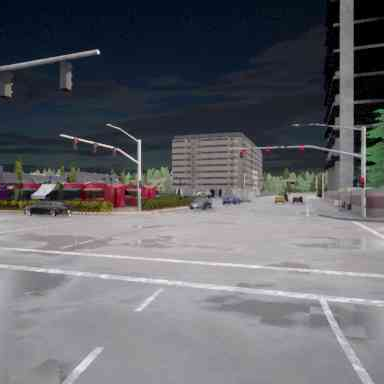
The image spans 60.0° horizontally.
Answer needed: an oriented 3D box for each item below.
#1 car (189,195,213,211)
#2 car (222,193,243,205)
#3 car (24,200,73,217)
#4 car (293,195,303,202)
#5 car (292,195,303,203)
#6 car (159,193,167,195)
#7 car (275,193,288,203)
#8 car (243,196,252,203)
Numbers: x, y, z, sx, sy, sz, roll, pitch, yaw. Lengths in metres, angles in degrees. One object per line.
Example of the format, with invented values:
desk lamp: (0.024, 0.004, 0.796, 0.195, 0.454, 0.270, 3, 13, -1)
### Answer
car: (1.157, 1.491, 40.915, 2.128, 1.511, 4.902, 0, 0, 19)
car: (6.828, 1.222, 57.493, 2.150, 2.045, 5.566, 0, 0, 19)
car: (-13.691, 1.560, 31.613, 4.892, 1.490, 1.837, 0, 1, 20)
car: (24.780, 1.525, 77.346, 2.128, 1.511, 4.902, 0, 0, 19)
car: (21.483, 1.478, 67.604, 1.882, 1.535, 5.008, 0, 0, 19)
car: (-7.924, 1.209, 81.463, 4.605, 1.855, 1.932, 0, 0, 19)
car: (18.270, 1.478, 69.010, 1.882, 1.535, 5.008, 0, 0, 19)
car: (11.429, 1.594, 70.727, 1.895, 1.301, 4.718, 0, 0, 19)
